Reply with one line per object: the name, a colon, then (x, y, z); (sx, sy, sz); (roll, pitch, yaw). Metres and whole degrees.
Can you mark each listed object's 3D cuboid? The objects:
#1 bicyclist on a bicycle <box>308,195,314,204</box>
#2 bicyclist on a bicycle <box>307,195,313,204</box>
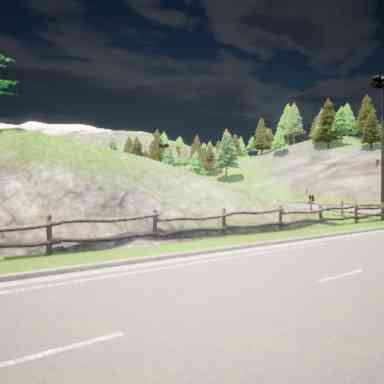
bicyclist on a bicycle: (20.671, 1.284, 56.921); (0.582, 1.620, 1.656); (0, 0, 34)
bicyclist on a bicycle: (20.301, 1.286, 57.170); (0.582, 1.620, 1.656); (0, 0, 34)
